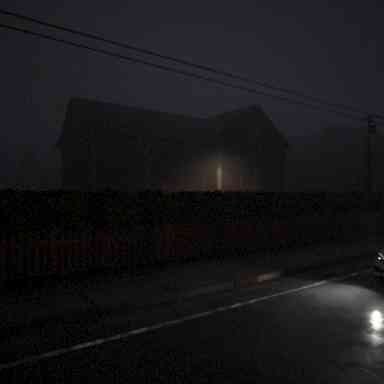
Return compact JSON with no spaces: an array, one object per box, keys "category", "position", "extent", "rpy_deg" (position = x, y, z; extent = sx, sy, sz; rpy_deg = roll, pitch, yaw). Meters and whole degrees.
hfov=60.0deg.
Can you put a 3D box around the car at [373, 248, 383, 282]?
[{"category":"car","position":[6.651,1.571,8.738],"extent":[4.674,1.442,1.812],"rpy_deg":[0,0,-35]}]
